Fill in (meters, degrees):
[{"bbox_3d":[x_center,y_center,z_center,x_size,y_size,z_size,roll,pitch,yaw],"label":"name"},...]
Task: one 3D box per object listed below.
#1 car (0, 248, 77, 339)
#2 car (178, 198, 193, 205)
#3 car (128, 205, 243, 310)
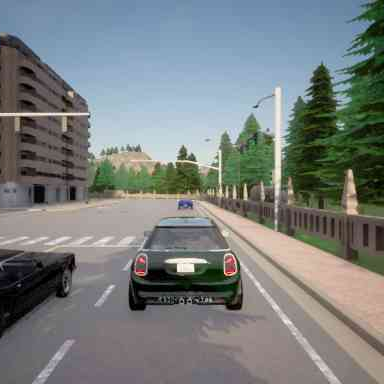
[{"bbox_3d":[-3.543,1.601,5.580,1.895,1.301,4.718,0,0,-1],"label":"car"},{"bbox_3d":[-0.862,1.477,44.308,1.882,1.535,5.008,0,0,-1],"label":"car"},{"bbox_3d":[-0.126,1.352,7.951,2.097,1.767,4.553,0,0,0],"label":"car"}]
